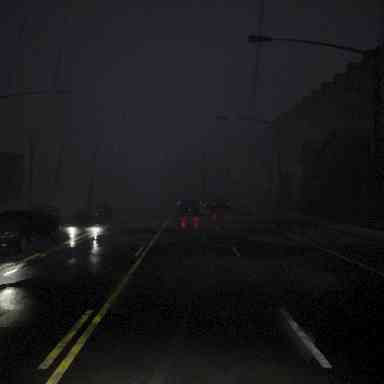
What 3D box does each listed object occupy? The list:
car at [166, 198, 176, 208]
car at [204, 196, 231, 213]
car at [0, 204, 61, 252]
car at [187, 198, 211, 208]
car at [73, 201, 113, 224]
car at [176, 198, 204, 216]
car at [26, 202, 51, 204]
[{"bbox_3d":[-2.143,1.534,46.840,2.033,1.411,5.357,0,0,-21],"label":"car"},{"bbox_3d":[2.989,1.340,37.556,2.097,1.767,4.553,0,0,-4],"label":"car"},{"bbox_3d":[-7.220,1.474,14.020,1.882,1.535,5.008,0,0,-1],"label":"car"},{"bbox_3d":[0.954,1.587,47.950,1.895,1.301,4.718,0,0,-20],"label":"car"},{"bbox_3d":[-7.327,1.470,24.933,1.882,1.535,5.008,0,0,0],"label":"car"},{"bbox_3d":[-0.253,1.479,32.936,2.128,1.511,4.902,0,0,-1],"label":"car"},{"bbox_3d":[-10.750,1.486,22.851,2.128,1.511,4.902,0,0,0],"label":"car"}]
